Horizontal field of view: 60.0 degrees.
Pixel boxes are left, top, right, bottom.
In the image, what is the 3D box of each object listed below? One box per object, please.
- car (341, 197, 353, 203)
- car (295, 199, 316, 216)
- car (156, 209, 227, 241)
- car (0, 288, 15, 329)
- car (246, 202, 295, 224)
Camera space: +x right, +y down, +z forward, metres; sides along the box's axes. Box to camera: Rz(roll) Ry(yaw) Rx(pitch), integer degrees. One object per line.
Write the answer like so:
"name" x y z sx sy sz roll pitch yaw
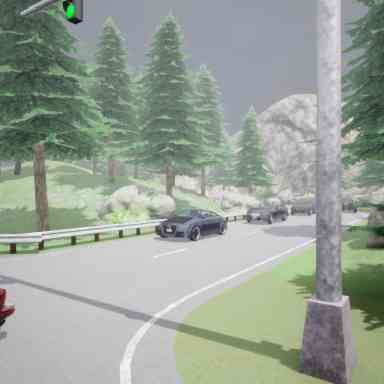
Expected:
"car" 17.633 1.346 38.833 2.097 1.767 4.553 -1 0 15
"car" 11.314 1.520 33.658 1.837 1.490 4.892 0 0 28
"car" 0.090 1.579 16.910 1.994 1.385 4.181 0 0 35
"car" -4.669 1.623 3.647 1.895 1.301 4.718 0 0 35
"car" 5.733 1.507 25.100 2.128 1.511 4.902 0 0 35
